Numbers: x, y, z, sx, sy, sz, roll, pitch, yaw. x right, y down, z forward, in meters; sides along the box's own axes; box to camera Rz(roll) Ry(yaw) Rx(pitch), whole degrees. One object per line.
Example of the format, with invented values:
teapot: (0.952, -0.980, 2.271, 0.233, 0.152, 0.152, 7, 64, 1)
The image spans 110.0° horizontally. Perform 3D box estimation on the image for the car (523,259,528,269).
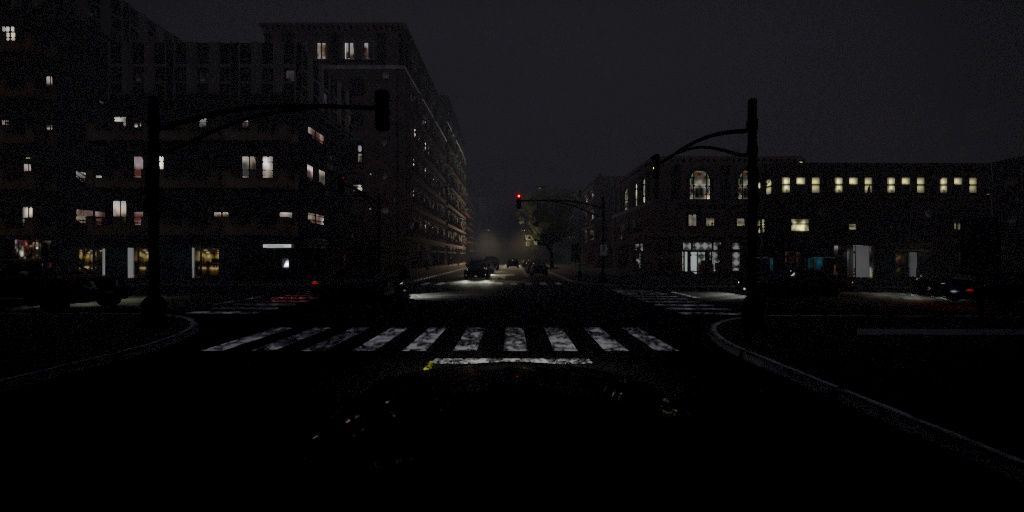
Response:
car: (2.712, 1.228, 42.509, 1.967, 1.591, 4.097, 0, 0, 0)

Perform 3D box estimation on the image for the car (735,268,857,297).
car: (15.033, 1.372, 19.105, 5.357, 1.411, 2.033, 0, 0, 0)

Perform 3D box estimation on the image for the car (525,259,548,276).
car: (2.709, 1.330, 36.812, 2.007, 1.370, 4.403, 0, 0, 0)

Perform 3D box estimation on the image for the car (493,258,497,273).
car: (-3.077, 1.314, 42.572, 1.812, 1.442, 4.674, 0, 0, 0)

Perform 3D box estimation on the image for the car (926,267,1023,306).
car: (21.932, 1.381, 15.949, 4.674, 1.442, 1.812, 0, 0, 0)

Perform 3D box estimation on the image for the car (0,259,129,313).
car: (-17.270, 1.013, 13.103, 5.009, 1.841, 2.192, 0, 0, 0)

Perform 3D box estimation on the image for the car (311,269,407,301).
car: (-7.216, 1.314, 17.143, 4.181, 1.385, 1.994, 0, 0, -18)

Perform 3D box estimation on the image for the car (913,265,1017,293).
car: (24.533, 1.219, 19.166, 4.553, 1.767, 2.097, 0, 0, 0)

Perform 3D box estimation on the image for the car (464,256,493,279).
car: (-3.056, 1.124, 32.274, 2.097, 1.767, 4.553, 0, 0, -1)

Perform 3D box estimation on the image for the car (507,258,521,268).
car: (0.132, 1.181, 64.061, 2.097, 1.767, 4.553, 0, 0, 0)

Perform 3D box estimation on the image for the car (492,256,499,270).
car: (-3.063, 1.028, 53.204, 2.150, 2.045, 5.566, 0, 0, 1)
